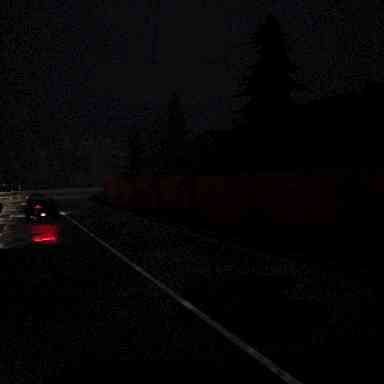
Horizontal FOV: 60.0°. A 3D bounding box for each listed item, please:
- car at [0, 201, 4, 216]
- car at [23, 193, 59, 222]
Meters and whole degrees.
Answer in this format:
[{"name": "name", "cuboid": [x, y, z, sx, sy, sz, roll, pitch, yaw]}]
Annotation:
[{"name": "car", "cuboid": [-15.995, 1.105, 26.174, 2.033, 1.411, 5.357, -2, 2, -27]}, {"name": "car", "cuboid": [-9.876, 1.048, 21.779, 1.837, 1.490, 4.892, -2, 2, -27]}]
